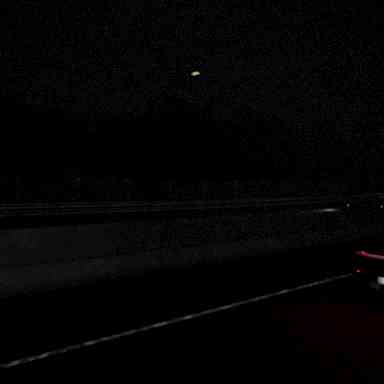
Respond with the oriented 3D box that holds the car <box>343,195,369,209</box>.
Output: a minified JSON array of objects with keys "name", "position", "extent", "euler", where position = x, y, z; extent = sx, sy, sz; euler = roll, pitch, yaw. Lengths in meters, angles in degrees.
[{"name":"car","position":[19.499,1.190,38.559],"extent":[4.892,1.490,1.837],"euler":[-1,1,-33]}]

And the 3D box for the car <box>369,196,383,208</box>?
[{"name":"car","position":[21.283,1.253,35.544],"extent":[4.181,1.385,1.994],"euler":[-1,1,-33]}]

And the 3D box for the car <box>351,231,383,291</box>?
[{"name":"car","position":[5.666,1.482,7.717],"extent":[4.902,1.511,2.128],"euler":[0,0,-35]}]
